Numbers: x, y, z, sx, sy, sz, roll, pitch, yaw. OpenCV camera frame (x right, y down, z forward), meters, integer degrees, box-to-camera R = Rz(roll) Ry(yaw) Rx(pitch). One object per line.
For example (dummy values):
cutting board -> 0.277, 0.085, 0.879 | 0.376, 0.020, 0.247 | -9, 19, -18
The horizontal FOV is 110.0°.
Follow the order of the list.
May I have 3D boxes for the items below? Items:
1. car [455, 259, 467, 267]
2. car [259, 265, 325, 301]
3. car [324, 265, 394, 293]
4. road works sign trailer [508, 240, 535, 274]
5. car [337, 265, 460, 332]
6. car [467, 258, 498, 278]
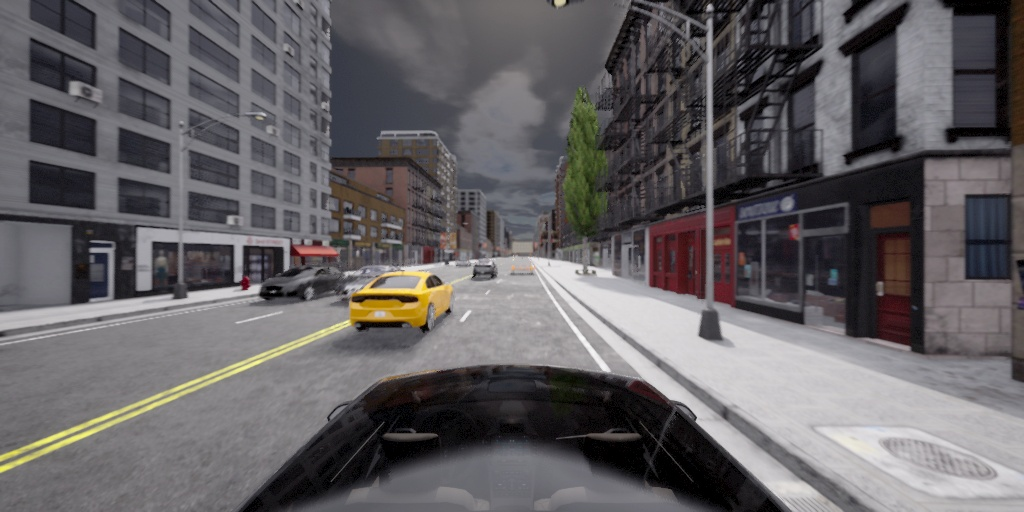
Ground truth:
car -> -7.920, 1.161, 58.117 | 1.895, 1.301, 4.718 | 0, 0, 3
car -> -9.578, 1.195, 16.916 | 1.837, 1.490, 4.892 | 0, 0, 2
car -> -6.328, 1.185, 16.849 | 2.128, 1.511, 4.902 | 0, 0, 2
road works sign trailer -> 1.114, 0.095, 39.015 | 2.380, 3.560, 2.880 | 0, 0, 2
car -> -3.027, 1.194, 10.828 | 1.882, 1.535, 5.008 | 0, 0, 1
car -> -2.320, 1.142, 31.740 | 2.128, 1.511, 4.902 | 0, 0, 2
